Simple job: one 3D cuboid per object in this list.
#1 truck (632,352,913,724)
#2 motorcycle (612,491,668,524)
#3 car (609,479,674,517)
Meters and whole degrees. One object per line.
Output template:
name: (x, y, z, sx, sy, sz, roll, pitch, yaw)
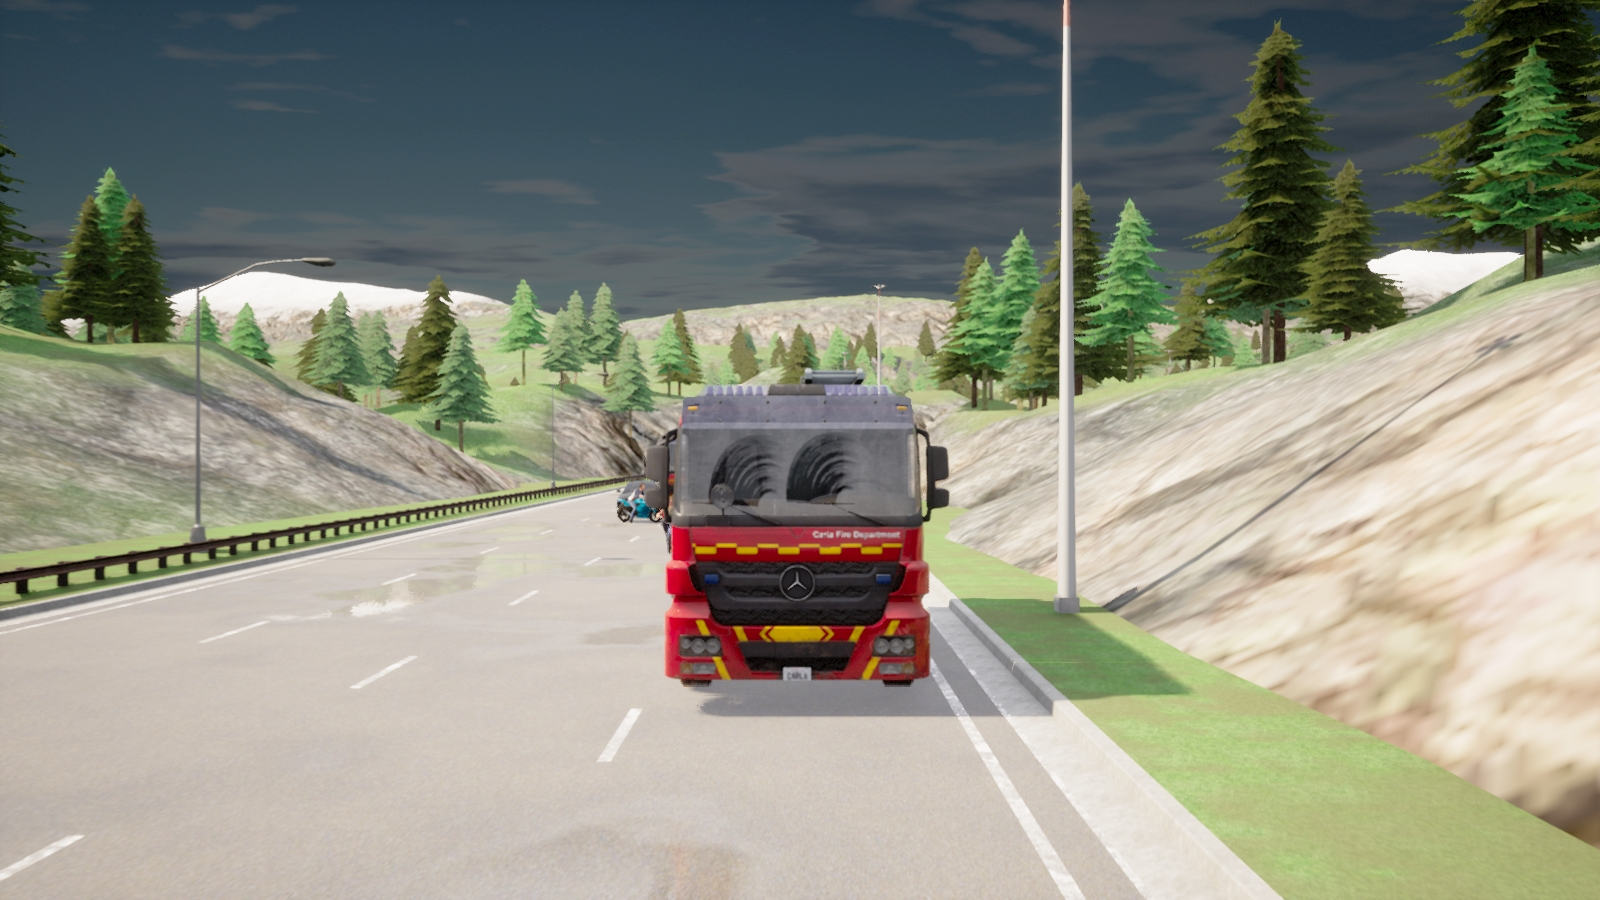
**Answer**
truck: (-0.278, 0.911, 16.001, 2.891, 3.827, 8.468, 0, 0, 0)
motorcycle: (-6.262, 2.237, 44.641, 2.033, 1.199, 0.803, 0, 0, 21)
car: (-7.046, 2.119, 51.196, 2.231, 1.480, 4.892, 0, 0, 0)
